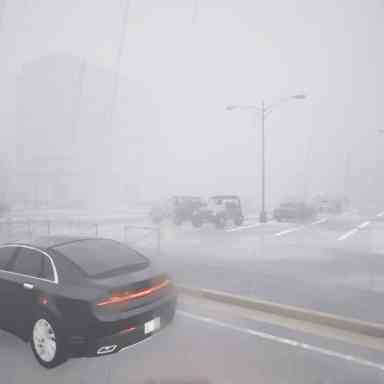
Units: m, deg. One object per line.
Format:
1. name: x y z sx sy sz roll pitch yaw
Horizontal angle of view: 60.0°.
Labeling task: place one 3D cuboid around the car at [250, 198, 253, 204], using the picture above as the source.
1. car: 9.795 1.504 62.504 1.837 1.490 4.892 0 0 34

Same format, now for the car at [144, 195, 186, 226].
1. car: -0.699 1.153 21.926 1.932 1.855 4.605 0 0 34

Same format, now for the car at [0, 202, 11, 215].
1. car: -19.705 1.526 31.500 1.812 1.442 4.674 0 0 33

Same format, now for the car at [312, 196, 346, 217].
1. car: 13.710 1.395 33.194 1.970 1.475 3.806 0 0 34

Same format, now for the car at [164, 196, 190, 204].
1. car: -2.742 1.547 62.863 2.033 1.411 5.357 0 0 34

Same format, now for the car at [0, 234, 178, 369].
1. car: -2.492 1.505 5.776 4.892 1.490 1.837 0 0 36

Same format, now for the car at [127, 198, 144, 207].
1. car: -7.466 1.601 49.731 1.895 1.301 4.718 0 0 34

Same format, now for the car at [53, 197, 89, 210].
1. car: -15.809 1.504 43.618 1.837 1.490 4.892 0 0 34

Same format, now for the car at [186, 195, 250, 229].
1. car: 1.666 1.156 20.256 1.905 1.878 3.866 0 0 34
